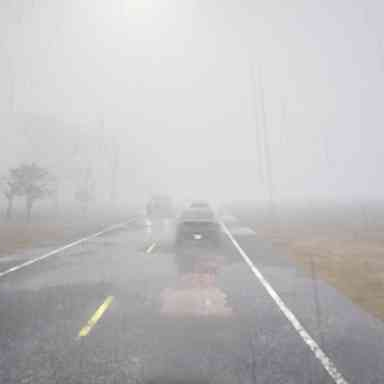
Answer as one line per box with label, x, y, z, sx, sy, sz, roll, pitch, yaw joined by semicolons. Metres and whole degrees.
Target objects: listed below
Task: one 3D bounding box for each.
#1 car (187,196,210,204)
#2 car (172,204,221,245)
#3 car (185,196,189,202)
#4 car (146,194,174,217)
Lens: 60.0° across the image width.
car;0.830;1.462;33.622;1.882;1.535;5.008;0;0;2
car;0.275;1.499;15.415;1.837;1.490;4.892;0;0;1
car;-0.305;1.460;72.151;1.994;1.385;4.181;0;0;5
car;-2.943;1.207;31.777;2.150;2.045;5.566;0;0;2
